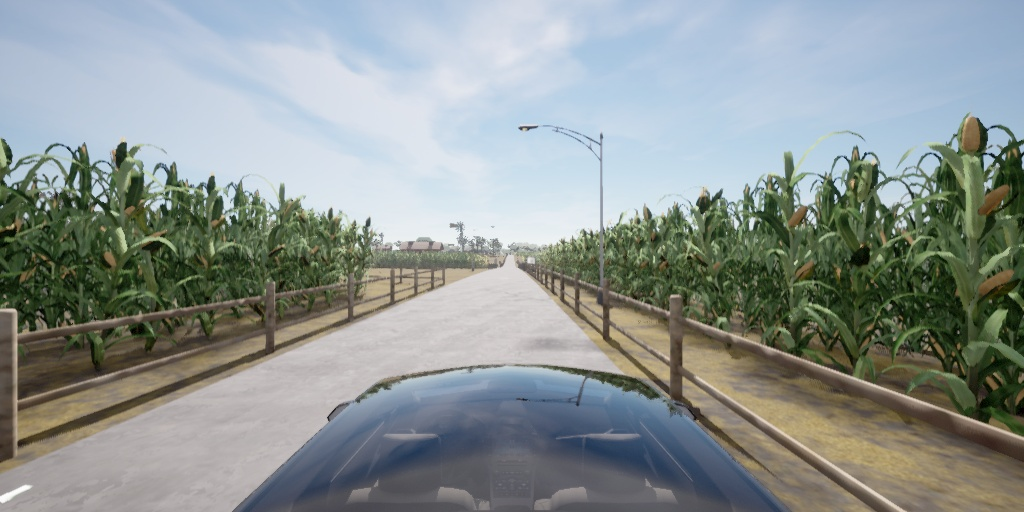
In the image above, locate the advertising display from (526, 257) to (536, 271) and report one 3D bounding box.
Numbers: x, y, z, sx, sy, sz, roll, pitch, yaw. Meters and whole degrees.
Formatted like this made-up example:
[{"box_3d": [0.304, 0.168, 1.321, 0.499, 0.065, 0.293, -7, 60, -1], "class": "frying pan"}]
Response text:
[{"box_3d": [3.125, 1.352, 59.520, 1.540, 2.440, 0.280, 0, 0, 0], "class": "advertising display"}]
